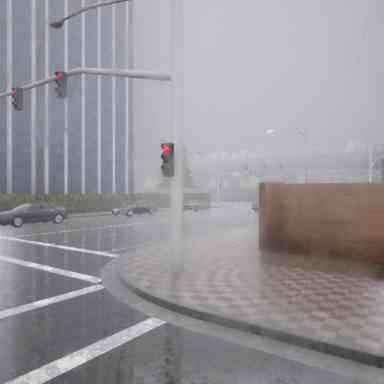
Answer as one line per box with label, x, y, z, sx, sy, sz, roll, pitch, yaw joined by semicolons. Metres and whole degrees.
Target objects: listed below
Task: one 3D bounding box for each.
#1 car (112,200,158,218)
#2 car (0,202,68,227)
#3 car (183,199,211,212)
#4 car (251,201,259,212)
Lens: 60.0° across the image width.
car;-5.258;1.491;30.936;2.128;1.511;4.902;0;0;35
car;-10.967;1.505;22.907;1.837;1.490;4.892;0;0;35
car;0.519;1.564;39.040;1.994;1.385;4.181;0;0;35
car;8.656;1.547;38.099;2.033;1.411;5.357;0;0;35
